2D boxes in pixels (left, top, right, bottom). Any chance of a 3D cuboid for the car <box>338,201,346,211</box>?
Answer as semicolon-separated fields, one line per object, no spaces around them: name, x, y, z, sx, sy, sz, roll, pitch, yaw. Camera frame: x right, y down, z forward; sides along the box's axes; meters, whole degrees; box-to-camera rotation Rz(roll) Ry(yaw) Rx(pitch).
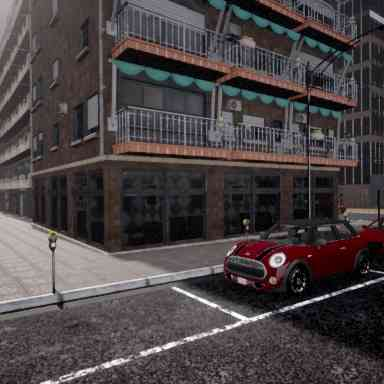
car;16.498;1.746;40.603;1.967;1.590;4.097;-2;0;-36

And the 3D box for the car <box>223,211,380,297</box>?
car;2.728;1.439;8.512;4.097;1.590;1.967;0;-1;-35

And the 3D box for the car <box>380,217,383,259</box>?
car;7.228;1.543;11.716;4.507;1.381;1.887;0;-1;-35
